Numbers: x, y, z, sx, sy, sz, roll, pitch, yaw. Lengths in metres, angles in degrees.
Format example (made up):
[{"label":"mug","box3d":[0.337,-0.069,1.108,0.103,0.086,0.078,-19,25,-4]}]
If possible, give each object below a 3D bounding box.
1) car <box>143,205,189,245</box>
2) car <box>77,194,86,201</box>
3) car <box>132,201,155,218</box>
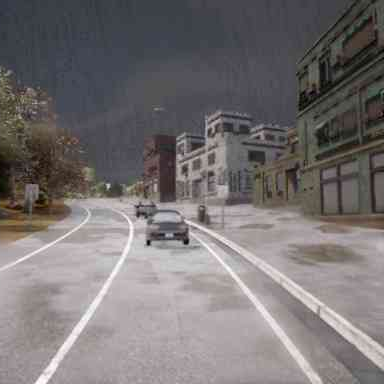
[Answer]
[{"label":"car","box3d":[-1.222,1.549,15.430,1.812,1.442,4.674,1,0,-8]},{"label":"car","box3d":[-24.143,1.063,72.912,2.128,1.511,4.902,2,0,-17]},{"label":"car","box3d":[-4.308,1.546,30.372,2.128,1.511,4.902,1,0,-15]}]
